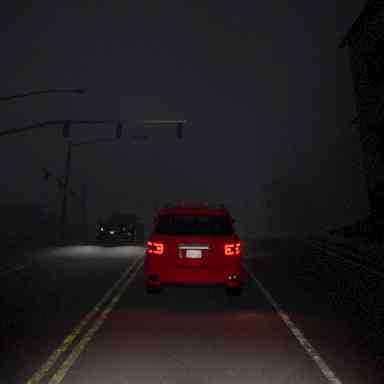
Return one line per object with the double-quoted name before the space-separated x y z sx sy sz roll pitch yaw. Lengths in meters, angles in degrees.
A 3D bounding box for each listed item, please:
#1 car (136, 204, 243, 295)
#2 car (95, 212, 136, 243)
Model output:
"car" 0.065 1.345 9.222 2.150 2.045 5.566 1 -1 1
"car" -3.645 1.827 17.560 1.837 1.490 4.892 0 -5 0
